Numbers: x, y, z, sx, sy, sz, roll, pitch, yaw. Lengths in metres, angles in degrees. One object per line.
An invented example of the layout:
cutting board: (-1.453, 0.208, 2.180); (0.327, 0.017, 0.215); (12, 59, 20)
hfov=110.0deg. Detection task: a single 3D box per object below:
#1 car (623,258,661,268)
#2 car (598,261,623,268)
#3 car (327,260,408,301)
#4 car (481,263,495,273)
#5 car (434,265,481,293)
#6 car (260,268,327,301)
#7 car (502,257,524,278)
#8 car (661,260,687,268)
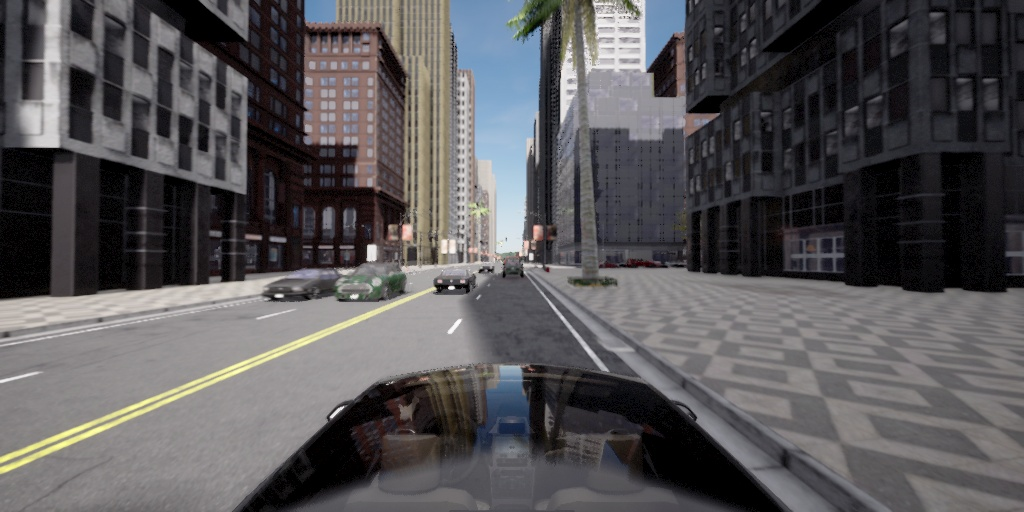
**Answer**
car: (20.962, 1.193, 58.719); (5.009, 1.841, 2.192); (0, 0, -1)
car: (15.324, 1.479, 58.632); (4.207, 1.307, 1.802); (0, 0, -1)
car: (-6.598, 1.114, 17.279); (2.097, 1.767, 4.553); (0, 0, 0)
car: (-3.146, 1.489, 45.615); (1.895, 1.301, 4.718); (0, 0, 0)
car: (-3.148, 1.371, 20.923); (1.895, 1.301, 4.718); (0, 0, 0)
car: (-9.849, 1.312, 17.827); (2.033, 1.411, 5.357); (0, 0, 0)
car: (0.101, 1.178, 35.650); (2.097, 1.767, 4.553); (0, 0, 0)
car: (26.599, 1.428, 58.805); (4.313, 1.339, 1.948); (0, 0, -1)
